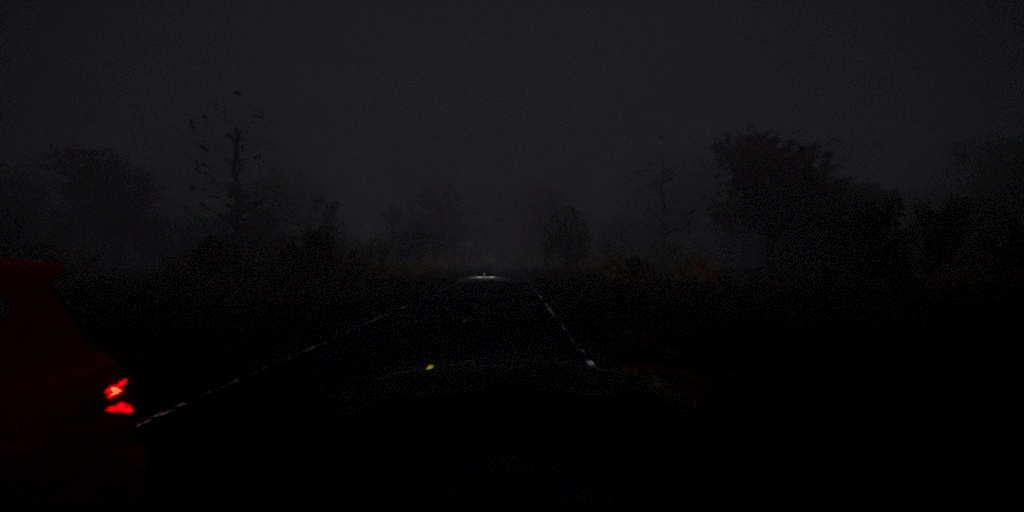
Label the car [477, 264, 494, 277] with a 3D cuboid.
[{"bbox_3d":[-3.075,1.660,42.636,2.033,1.411,5.357,0,-1,0],"label":"car"}]
